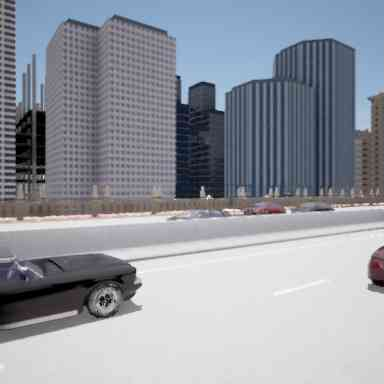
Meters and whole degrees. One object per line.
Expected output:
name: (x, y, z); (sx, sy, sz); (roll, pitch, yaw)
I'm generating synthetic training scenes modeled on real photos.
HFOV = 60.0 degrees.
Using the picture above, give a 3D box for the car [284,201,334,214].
car: (10.387, 1.528, 28.585); (4.674, 1.442, 1.812); (0, 0, -35)

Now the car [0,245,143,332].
car: (-3.286, 1.601, 5.701); (4.718, 1.301, 1.895); (0, 0, -35)

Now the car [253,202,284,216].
car: (6.671, 1.566, 30.234); (4.181, 1.385, 1.994); (0, 0, -35)

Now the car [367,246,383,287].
car: (6.151, 1.565, 8.130); (4.181, 1.385, 1.994); (0, 0, -35)

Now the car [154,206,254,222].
car: (0.444, 1.549, 17.203); (5.357, 1.411, 2.033); (0, 0, -35)
